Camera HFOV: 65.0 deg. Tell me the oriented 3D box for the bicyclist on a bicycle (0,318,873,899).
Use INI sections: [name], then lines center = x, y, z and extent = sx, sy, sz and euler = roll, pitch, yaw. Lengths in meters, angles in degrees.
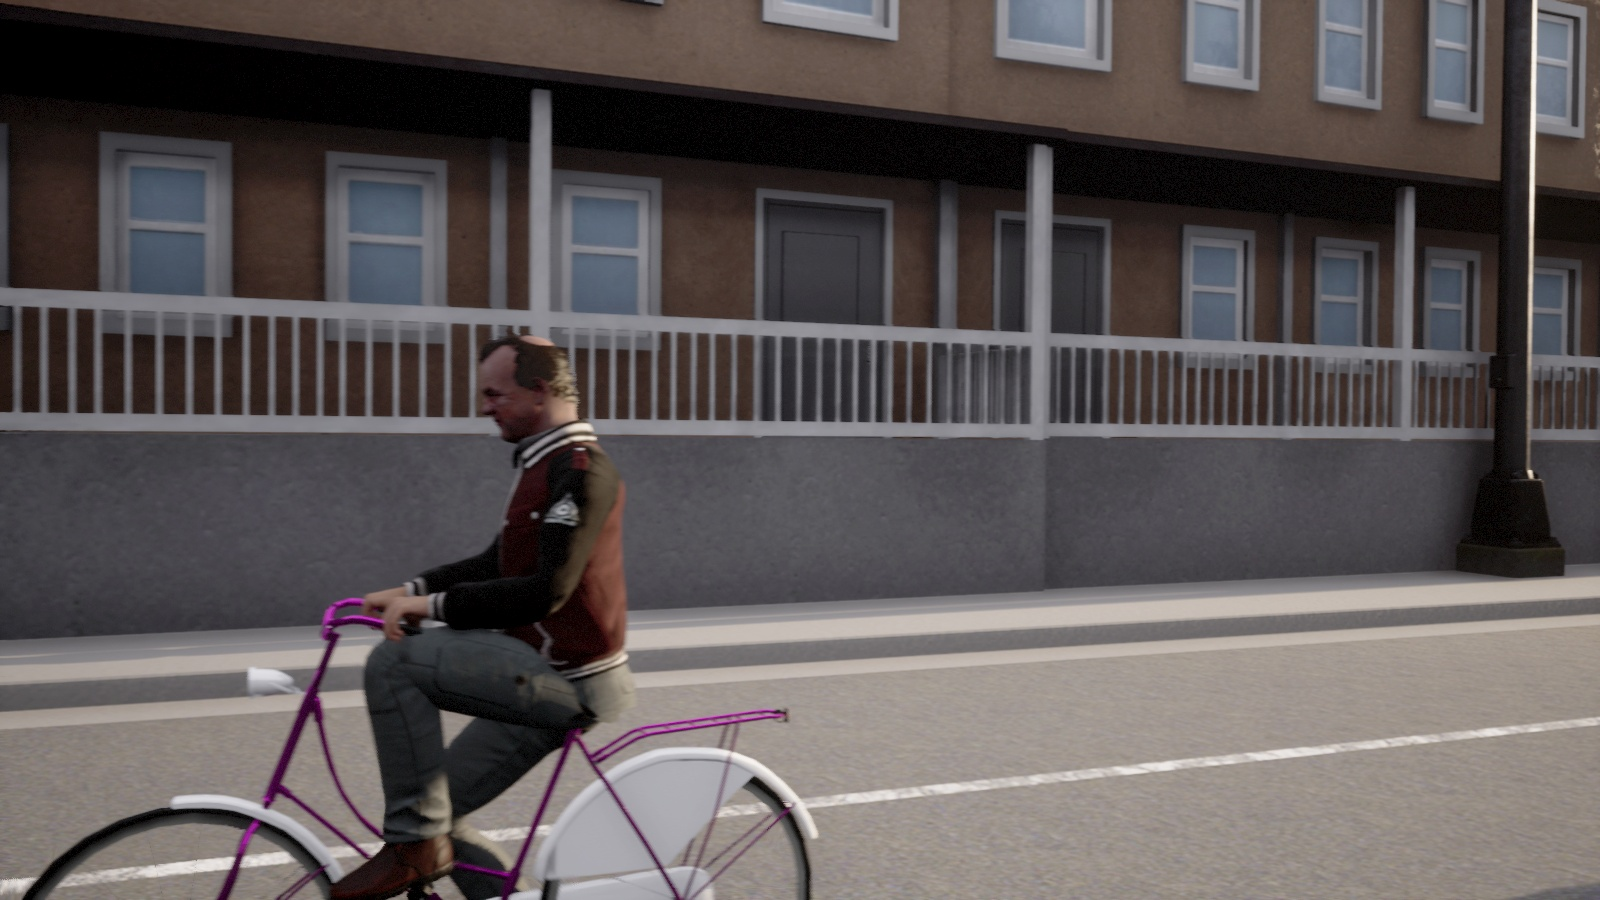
[bicyclist on a bicycle]
center = -0.812, 0.628, 2.929
extent = 1.843, 1.776, 0.659
euler = -1, 1, -21
